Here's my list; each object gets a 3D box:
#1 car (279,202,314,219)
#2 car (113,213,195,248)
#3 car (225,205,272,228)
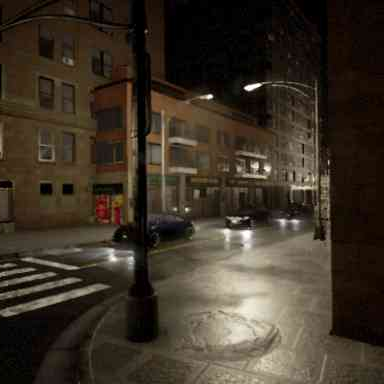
[{"bbox_3d":[10.163,1.711,31.903,2.033,1.411,5.357,-1,-1,36],"label":"car"},{"bbox_3d":[-1.667,1.706,15.639,1.994,1.385,4.181,-1,-1,36],"label":"car"},{"bbox_3d":[4.120,1.678,23.594,1.812,1.442,4.674,-1,-1,36],"label":"car"}]
